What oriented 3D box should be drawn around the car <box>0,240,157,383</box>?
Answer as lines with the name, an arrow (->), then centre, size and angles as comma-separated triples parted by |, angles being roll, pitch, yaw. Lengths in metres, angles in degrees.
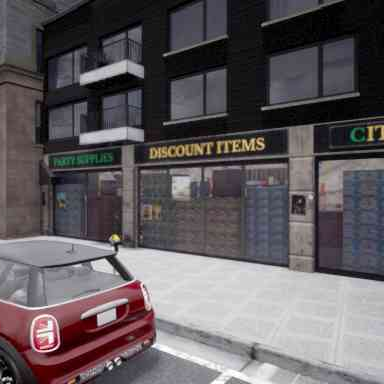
car -> -2.542, 1.440, 4.894 | 4.097, 1.590, 1.967 | 0, 0, 36
